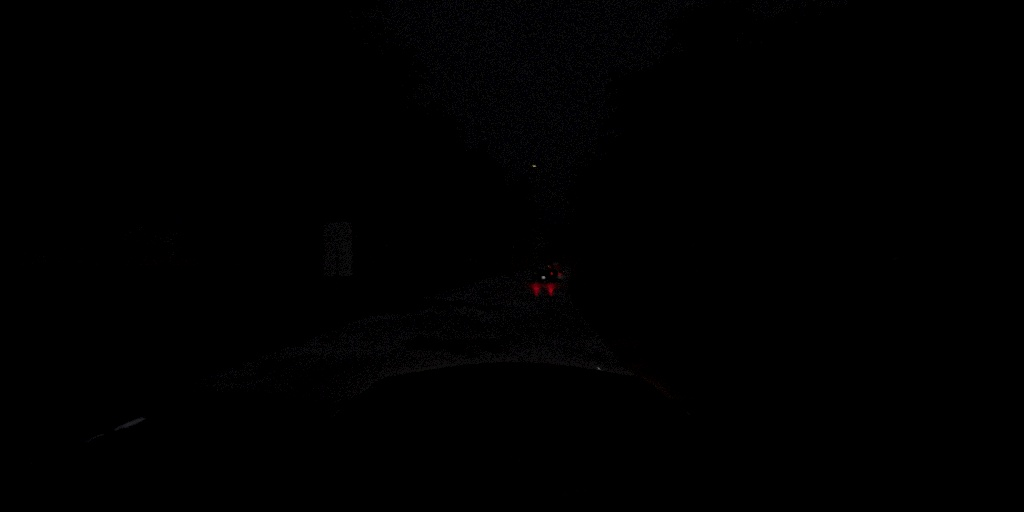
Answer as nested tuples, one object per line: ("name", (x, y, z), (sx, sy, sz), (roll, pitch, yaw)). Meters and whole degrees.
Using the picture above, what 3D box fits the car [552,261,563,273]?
("car", (5.717, 1.419, 47.418), (1.812, 1.442, 4.674), (0, 0, 10))

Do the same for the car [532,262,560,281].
("car", (2.804, 1.392, 30.072), (1.895, 1.301, 4.718), (0, 0, 9))
